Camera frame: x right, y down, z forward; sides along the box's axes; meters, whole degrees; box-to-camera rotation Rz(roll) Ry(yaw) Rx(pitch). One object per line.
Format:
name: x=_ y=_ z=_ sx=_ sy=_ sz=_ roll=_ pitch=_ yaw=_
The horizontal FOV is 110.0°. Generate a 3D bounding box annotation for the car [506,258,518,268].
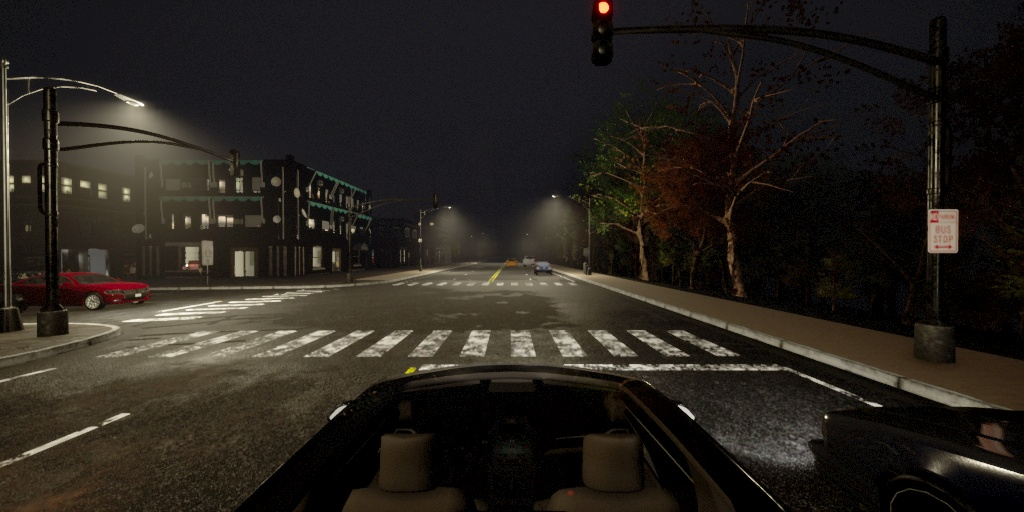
car: x=-0.016 y=1.205 z=61.216 sx=1.882 sy=1.535 sz=5.008 roll=0 pitch=0 yaw=0

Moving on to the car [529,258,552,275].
car: x=3.277 y=1.284 z=39.360 sx=2.033 sy=1.411 sz=5.357 roll=0 pitch=0 yaw=0

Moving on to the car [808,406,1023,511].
car: x=3.353 y=1.298 z=0.426 sx=2.033 sy=1.411 sz=5.357 roll=0 pitch=0 yaw=0

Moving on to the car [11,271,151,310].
car: x=-18.448 y=1.431 z=15.264 sx=5.008 sy=1.535 sz=1.882 roll=-1 pitch=1 yaw=-1

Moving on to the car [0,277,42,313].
car: x=-19.968 y=1.564 z=12.541 sx=4.313 sy=1.339 sz=1.948 roll=0 pitch=0 yaw=0
